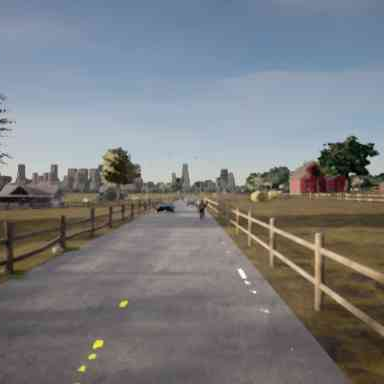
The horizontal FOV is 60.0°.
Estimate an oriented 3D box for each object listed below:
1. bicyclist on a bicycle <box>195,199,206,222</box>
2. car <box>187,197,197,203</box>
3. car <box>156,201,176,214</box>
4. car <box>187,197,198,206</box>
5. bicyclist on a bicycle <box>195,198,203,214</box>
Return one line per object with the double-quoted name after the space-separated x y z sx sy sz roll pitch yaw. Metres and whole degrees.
0.753 1.483 24.934 0.582 1.620 1.656 0 0 0 "bicyclist on a bicycle"
-0.005 1.820 75.420 1.994 1.385 4.181 0 0 0 "car"
-2.847 1.669 37.077 1.895 1.301 4.718 0 0 0 "car"
0.031 1.704 57.519 2.033 1.411 5.357 0 0 1 "car"
0.732 1.500 35.516 0.866 1.612 1.509 0 0 0 "bicyclist on a bicycle"
